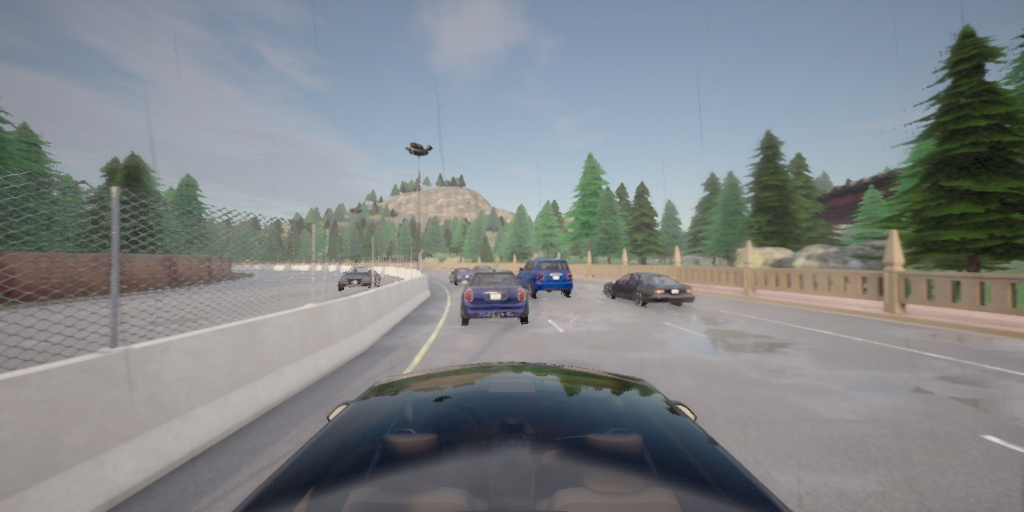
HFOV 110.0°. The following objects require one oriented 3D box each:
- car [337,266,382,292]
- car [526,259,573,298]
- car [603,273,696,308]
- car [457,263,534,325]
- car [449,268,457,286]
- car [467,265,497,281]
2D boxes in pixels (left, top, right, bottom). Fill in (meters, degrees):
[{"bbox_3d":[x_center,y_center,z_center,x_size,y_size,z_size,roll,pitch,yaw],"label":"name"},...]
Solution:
[{"bbox_3d":[-9.301,1.335,22.149,1.994,1.385,4.181,0,-1,-13],"label":"car"},{"bbox_3d":[1.726,1.206,20.462,2.150,2.045,5.566,0,-1,-10],"label":"car"},{"bbox_3d":[5.956,1.457,16.335,2.033,1.411,5.357,0,-1,-8],"label":"car"},{"bbox_3d":[-0.708,1.248,12.687,2.097,1.767,4.553,0,-1,-6],"label":"car"},{"bbox_3d":[-4.183,1.691,30.269,2.033,1.411,5.357,0,-1,-16],"label":"car"},{"bbox_3d":[-3.272,1.721,38.348,1.882,1.535,5.008,0,-1,-20],"label":"car"}]
